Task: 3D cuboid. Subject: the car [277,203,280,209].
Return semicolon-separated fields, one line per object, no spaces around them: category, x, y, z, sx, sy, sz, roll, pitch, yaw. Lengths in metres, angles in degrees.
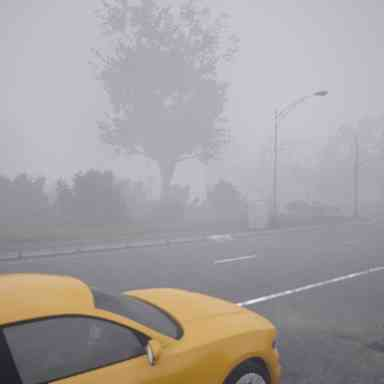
car;10.845;1.730;49.253;2.128;1.511;4.902;0;0;-33

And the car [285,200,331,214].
car;13.212;1.700;39.004;1.882;1.535;5.008;0;0;-32

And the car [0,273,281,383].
car;-1.364;1.480;2.776;5.008;1.535;1.882;0;0;-36

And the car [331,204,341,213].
car;15.941;1.724;41.235;1.882;1.535;5.008;0;0;-32

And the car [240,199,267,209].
car;8.206;1.817;46.895;1.895;1.301;4.718;0;0;-33
